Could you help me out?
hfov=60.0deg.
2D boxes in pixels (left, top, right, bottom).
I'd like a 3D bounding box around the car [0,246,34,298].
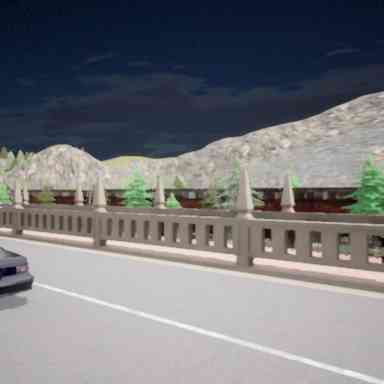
[{"bbox_3d":[-5.754,1.583,7.554,5.357,1.411,2.033,0,0,35],"label":"car"}]
